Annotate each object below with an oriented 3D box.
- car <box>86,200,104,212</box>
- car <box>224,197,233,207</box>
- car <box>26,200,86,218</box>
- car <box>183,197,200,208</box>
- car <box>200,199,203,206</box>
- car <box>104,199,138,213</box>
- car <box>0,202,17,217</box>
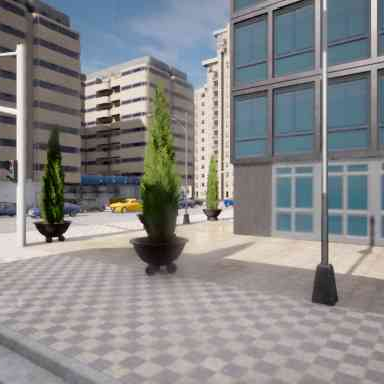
[{"bbox_3d":[-11.748,1.619,37.230,1.994,1.385,4.181,0,0,35],"label":"car"},{"bbox_3d":[6.740,1.533,50.885,1.882,1.535,5.008,0,0,35],"label":"car"},{"bbox_3d":[-12.428,1.581,30.182,1.812,1.442,4.674,0,0,35],"label":"car"},{"bbox_3d":[-1.327,1.581,45.860,1.812,1.442,4.674,0,0,35],"label":"car"},{"bbox_3d":[0.031,1.581,53.783,1.812,1.442,4.674,0,0,36],"label":"car"},{"bbox_3d":[-7.105,1.533,37.731,1.882,1.535,5.008,0,0,35],"label":"car"},{"bbox_3d":[-17.084,1.603,29.700,2.033,1.411,5.357,0,0,35],"label":"car"}]
